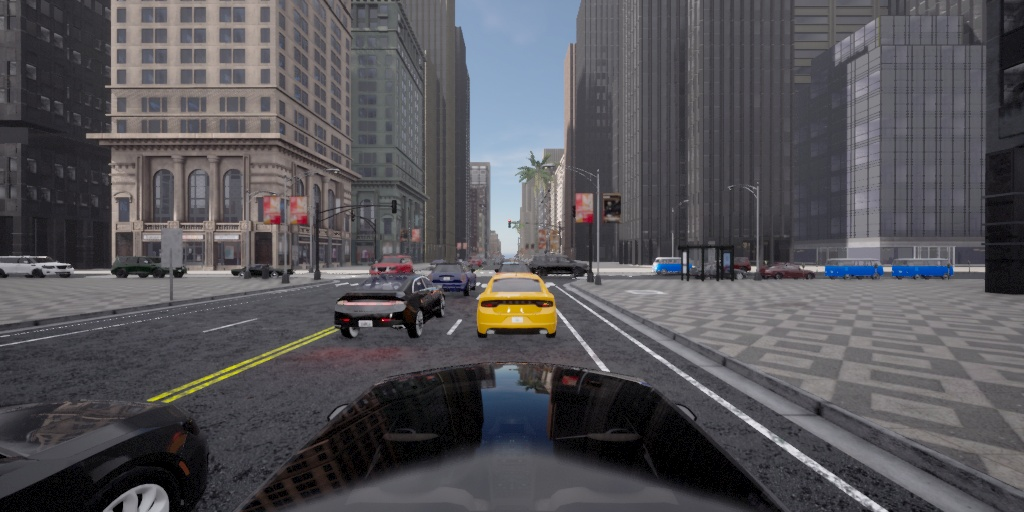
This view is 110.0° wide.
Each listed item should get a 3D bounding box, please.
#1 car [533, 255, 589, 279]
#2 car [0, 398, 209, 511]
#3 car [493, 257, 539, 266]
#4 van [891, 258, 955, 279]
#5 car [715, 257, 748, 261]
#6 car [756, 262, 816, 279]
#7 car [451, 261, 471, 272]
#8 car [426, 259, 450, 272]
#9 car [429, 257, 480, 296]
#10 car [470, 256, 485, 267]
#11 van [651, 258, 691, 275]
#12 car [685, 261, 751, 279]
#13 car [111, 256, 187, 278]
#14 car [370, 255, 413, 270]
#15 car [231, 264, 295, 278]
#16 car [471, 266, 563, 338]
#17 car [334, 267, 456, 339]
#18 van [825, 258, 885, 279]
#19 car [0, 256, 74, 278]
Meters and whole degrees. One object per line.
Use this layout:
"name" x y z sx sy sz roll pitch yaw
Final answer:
"car" 4.366 0.971 32.889 5.566 2.045 2.150 0 1 11
"car" -3.151 1.255 0.623 1.837 1.490 4.892 0 0 0
"car" 0.126 1.102 19.302 2.097 1.767 4.553 0 0 0
"van" 34.144 1.079 29.827 3.998 1.789 1.690 0 0 0
"car" 22.798 1.035 38.364 5.009 1.841 2.192 0 0 0
"car" 22.790 1.326 29.839 4.207 1.307 1.802 0 0 0
"car" -6.539 1.353 46.642 1.895 1.301 4.718 0 0 0
"car" -9.779 1.244 47.918 2.128 1.511 4.902 0 0 0
"car" -3.124 1.102 19.278 2.097 1.767 4.553 0 0 0
"car" -6.479 0.975 62.783 2.150 2.045 5.566 0 0 0
"van" 17.120 1.065 38.371 3.998 1.789 1.690 0 0 0
"car" 17.112 1.299 29.846 4.403 1.370 2.007 0 0 0
"car" -33.016 1.008 32.671 5.566 2.045 2.150 0 0 0
"car" -9.810 0.972 29.743 2.150 2.045 5.566 0 0 0
"car" -22.543 1.375 32.602 4.718 1.301 1.895 0 0 0
"car" 0.110 1.228 10.229 1.882 1.535 5.008 0 0 0
"car" -3.139 1.241 10.139 2.128 1.511 4.902 0 0 0
"van" 28.467 1.082 29.833 3.998 1.789 1.690 0 0 0
"car" -43.723 1.021 32.744 5.566 2.045 2.150 0 0 0
